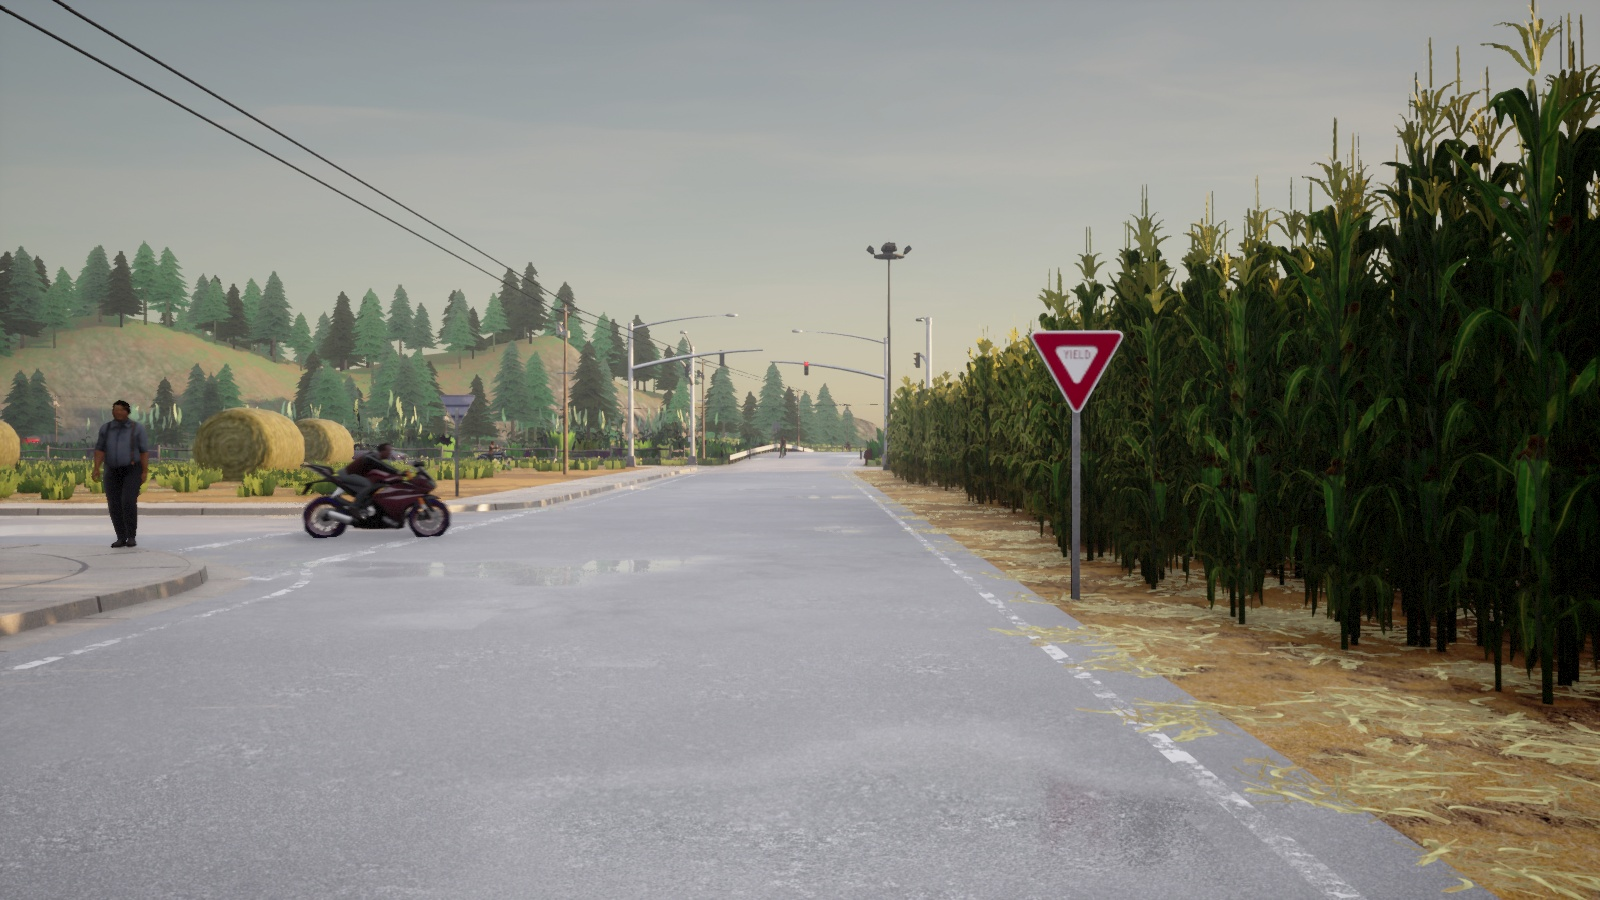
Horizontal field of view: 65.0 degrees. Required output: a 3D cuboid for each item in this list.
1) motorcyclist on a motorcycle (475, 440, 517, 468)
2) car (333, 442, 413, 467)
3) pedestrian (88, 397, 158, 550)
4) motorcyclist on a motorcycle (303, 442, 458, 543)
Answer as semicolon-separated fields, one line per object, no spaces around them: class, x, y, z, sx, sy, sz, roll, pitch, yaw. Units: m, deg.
motorcyclist on a motorcycle;-18.294;0.220;75.628;2.350;1.649;0.766;0;0;3
car;-25.853;0.275;76.062;4.193;1.474;1.816;0;0;3
pedestrian;-8.375;0.287;15.555;0.540;1.848;0.694;0;0;-7
motorcyclist on a motorcycle;-6.529;0.649;19.652;2.191;1.530;0.866;0;0;-10
